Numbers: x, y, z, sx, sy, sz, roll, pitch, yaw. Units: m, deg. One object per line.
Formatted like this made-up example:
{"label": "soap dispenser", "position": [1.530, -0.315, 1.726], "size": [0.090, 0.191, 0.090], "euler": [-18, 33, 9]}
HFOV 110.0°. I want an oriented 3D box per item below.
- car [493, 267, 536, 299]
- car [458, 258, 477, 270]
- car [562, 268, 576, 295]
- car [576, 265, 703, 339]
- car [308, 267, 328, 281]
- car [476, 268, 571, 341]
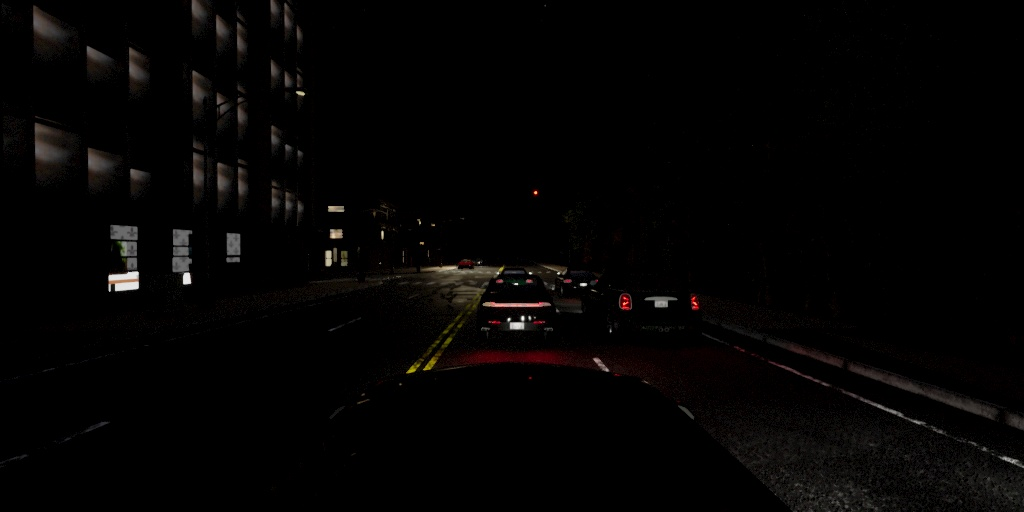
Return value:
{"label": "car", "position": [0.117, 1.310, 18.778], "size": [1.994, 1.385, 4.181], "euler": [0, 0, 0]}
{"label": "car", "position": [-6.587, 1.219, 51.477], "size": [1.882, 1.535, 5.008], "euler": [0, 0, 0]}
{"label": "car", "position": [3.363, 1.310, 18.792], "size": [1.994, 1.385, 4.181], "euler": [0, 0, 0]}
{"label": "car", "position": [3.358, 1.100, 10.184], "size": [2.097, 1.767, 4.553], "euler": [0, 0, 0]}
{"label": "car", "position": [-19.701, 1.521, 33.073], "size": [5.008, 1.535, 1.882], "euler": [0, 1, 0]}
{"label": "car", "position": [0.108, 1.240, 9.873], "size": [2.128, 1.511, 4.902], "euler": [0, 0, 0]}
